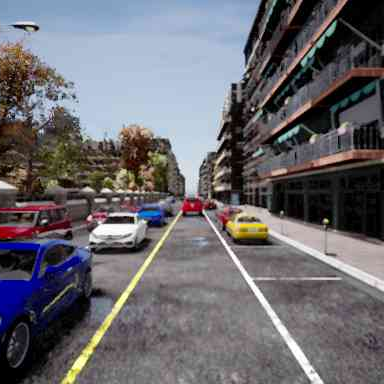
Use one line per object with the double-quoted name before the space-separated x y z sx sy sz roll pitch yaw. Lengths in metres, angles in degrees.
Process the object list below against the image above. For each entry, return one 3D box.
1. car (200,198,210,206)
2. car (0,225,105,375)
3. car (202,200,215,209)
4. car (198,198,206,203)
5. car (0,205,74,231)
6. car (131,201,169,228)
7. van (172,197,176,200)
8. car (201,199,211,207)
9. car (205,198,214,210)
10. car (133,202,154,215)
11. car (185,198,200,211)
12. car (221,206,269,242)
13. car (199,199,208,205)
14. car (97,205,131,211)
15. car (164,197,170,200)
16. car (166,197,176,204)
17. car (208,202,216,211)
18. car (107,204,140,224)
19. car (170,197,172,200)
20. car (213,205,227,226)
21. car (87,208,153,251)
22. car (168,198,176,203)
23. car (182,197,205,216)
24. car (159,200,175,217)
"car" 2.765 2.104 72.267 1.967 1.590 4.097 0 -1 0
"car" -3.094 1.577 5.788 1.812 1.442 4.674 0 -1 0
"car" 2.748 2.051 55.661 1.887 1.381 4.507 0 -1 0
"car" 2.790 2.444 94.405 1.947 1.339 4.313 0 -1 0
"car" -5.682 1.416 11.392 2.192 1.841 5.009 0 -1 0
"car" -3.056 1.698 24.598 1.882 1.535 5.008 0 -1 0
"van" -5.604 2.112 83.345 1.690 1.788 3.998 0 -1 0
"car" 2.760 2.177 66.731 1.947 1.339 4.313 0 -1 0
"car" 2.742 1.999 50.126 1.887 1.381 4.507 0 -1 0
"car" -5.651 1.934 39.064 1.802 1.307 4.206 0 -1 0
"car" 0.065 1.785 47.931 2.097 1.767 4.553 0 -1 0
"car" 2.706 1.677 17.087 1.752 1.417 4.829 0 -1 0
"car" 2.772 2.283 77.801 1.947 1.339 4.313 0 -1 0
"car" -5.669 1.641 22.461 1.967 1.590 4.097 0 -1 0
"car" -5.627 2.082 61.035 1.752 1.417 4.829 0 -1 0
"car" -5.598 2.139 88.881 2.192 1.841 5.009 0 -1 0
"car" 2.718 1.801 27.987 2.008 1.369 4.403 0 -1 0
"car" -5.663 1.796 27.995 1.887 1.381 4.507 0 -1 0
"car" -5.621 2.162 66.740 2.008 1.369 4.403 0 -1 0
"car" 2.712 1.745 22.451 1.887 1.381 4.507 0 -1 0
"car" -3.093 1.658 14.890 1.812 1.442 4.674 0 0 0
"car" -5.590 2.429 94.414 2.008 1.369 4.403 0 -1 0
"car" 0.041 1.552 36.732 2.150 2.045 5.566 0 -1 0
"car" -2.993 1.877 34.868 1.994 1.385 4.181 0 -1 1
